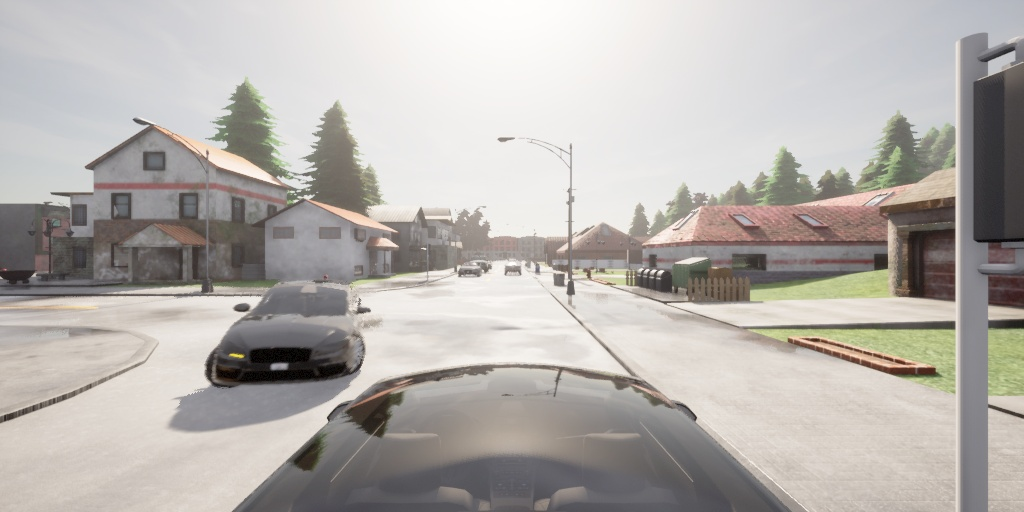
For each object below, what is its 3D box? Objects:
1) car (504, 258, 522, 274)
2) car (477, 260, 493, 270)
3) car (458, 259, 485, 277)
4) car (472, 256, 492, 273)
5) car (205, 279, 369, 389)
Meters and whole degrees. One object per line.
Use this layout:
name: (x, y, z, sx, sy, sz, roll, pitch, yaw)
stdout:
car: (0.114, 1.297, 40.201, 2.033, 1.411, 5.357, 0, 0, 0)
car: (-4.063, 1.314, 54.518, 1.994, 1.385, 4.181, 0, 0, 0)
car: (-4.090, 1.314, 35.432, 1.994, 1.385, 4.181, 0, 0, 0)
car: (-4.088, 0.971, 44.579, 2.150, 2.045, 5.566, 0, 0, 0)
car: (-3.990, 1.257, 7.155, 1.837, 1.490, 4.892, 5, -2, -20)
